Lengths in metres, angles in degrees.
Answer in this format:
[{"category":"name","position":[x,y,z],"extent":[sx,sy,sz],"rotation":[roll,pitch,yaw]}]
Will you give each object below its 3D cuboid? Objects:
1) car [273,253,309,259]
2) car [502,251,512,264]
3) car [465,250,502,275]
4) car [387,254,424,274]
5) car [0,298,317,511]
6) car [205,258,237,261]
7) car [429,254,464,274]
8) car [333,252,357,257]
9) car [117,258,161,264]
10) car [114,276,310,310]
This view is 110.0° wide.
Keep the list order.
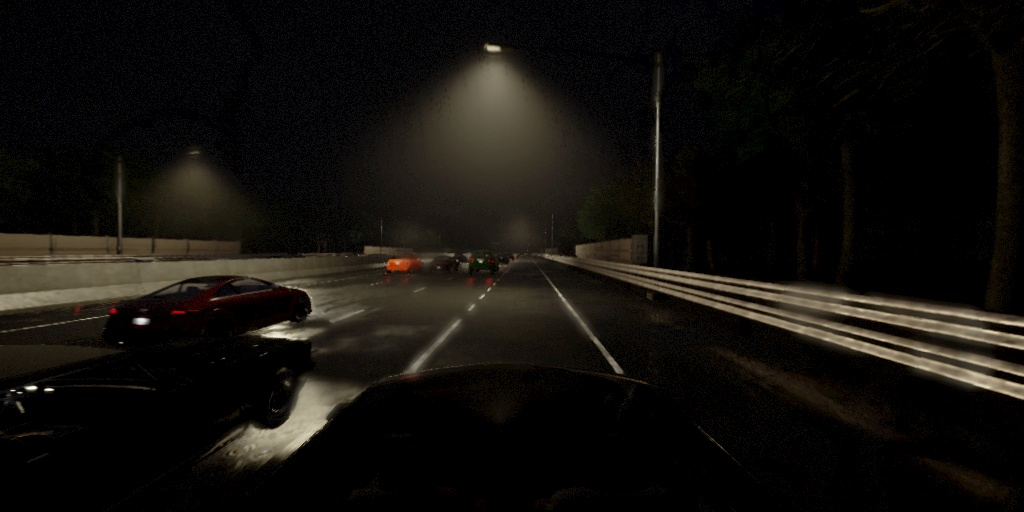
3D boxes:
[{"category":"car","position":[-26.564,0.429,43.120],"extent":[1.882,1.535,5.008],"rotation":[0,1,3]},{"category":"car","position":[-1.500,0.344,55.568],"extent":[2.097,1.767,4.553],"rotation":[0,1,2]},{"category":"car","position":[-2.426,0.520,31.811],"extent":[2.150,2.045,5.566],"rotation":[0,1,2]},{"category":"car","position":[-9.424,0.593,31.994],"extent":[2.097,1.767,4.553],"rotation":[0,1,2]},{"category":"car","position":[-3.569,1.310,2.590],"extent":[1.895,1.301,4.718],"rotation":[0,1,2]},{"category":"car","position":[-20.301,0.824,24.828],"extent":[1.994,1.385,4.181],"rotation":[0,1,2]},{"category":"car","position":[-5.925,0.748,31.919],"extent":[1.882,1.535,5.008],"rotation":[0,1,2]},{"category":"car","position":[-19.616,0.376,41.819],"extent":[2.097,1.767,4.553],"rotation":[0,1,3]},{"category":"car","position":[-27.265,0.792,25.790],"extent":[1.895,1.301,4.718],"rotation":[0,1,2]},{"category":"car","position":[-6.833,1.160,8.689],"extent":[1.994,1.385,4.181],"rotation":[0,1,2]}]
